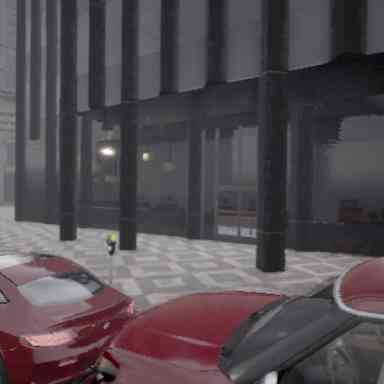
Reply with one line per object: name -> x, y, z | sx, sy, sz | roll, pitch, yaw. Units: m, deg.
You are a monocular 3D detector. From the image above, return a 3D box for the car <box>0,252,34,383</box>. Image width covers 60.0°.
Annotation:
car -> -2.588, 1.561, 4.814 | 4.206, 1.307, 1.802 | 0, 1, 35

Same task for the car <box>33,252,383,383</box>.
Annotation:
car -> 1.550, 1.315, 1.853 | 5.009, 1.841, 2.192 | 0, 1, 35
